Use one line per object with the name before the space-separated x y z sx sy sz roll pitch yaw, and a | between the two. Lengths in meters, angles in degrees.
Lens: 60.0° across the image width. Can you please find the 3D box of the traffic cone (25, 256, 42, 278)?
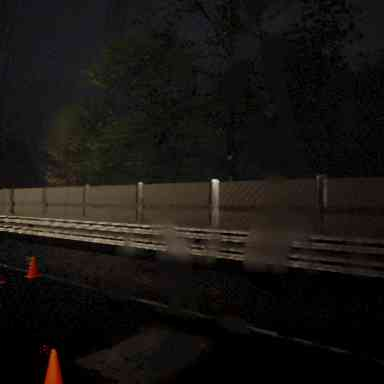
traffic cone | -4.586 2.148 9.629 0.340 0.580 0.340 -1 -1 36

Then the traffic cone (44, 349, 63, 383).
traffic cone | -1.527 2.032 3.660 0.340 0.580 0.340 -1 -1 36

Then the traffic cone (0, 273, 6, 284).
traffic cone | -5.178 2.130 8.823 0.340 0.580 0.340 -1 -1 36
